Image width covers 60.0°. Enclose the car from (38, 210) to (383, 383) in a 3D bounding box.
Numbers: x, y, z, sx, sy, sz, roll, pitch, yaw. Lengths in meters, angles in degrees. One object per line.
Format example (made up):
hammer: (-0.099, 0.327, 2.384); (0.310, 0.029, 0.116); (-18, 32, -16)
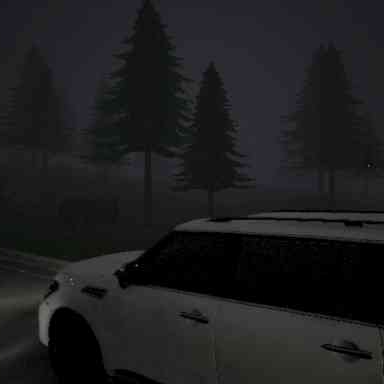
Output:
car: (0.712, 1.220, 3.486); (5.566, 2.045, 2.150); (0, 0, 36)
